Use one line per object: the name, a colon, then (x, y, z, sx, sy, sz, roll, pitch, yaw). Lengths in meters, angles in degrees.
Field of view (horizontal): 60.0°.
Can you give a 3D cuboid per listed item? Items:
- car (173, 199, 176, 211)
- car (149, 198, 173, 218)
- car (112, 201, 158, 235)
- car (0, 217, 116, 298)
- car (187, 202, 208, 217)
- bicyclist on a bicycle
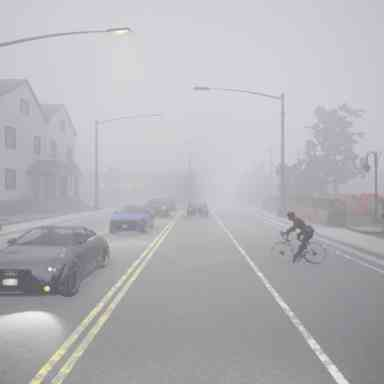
car: (-2.944, 1.477, 40.089, 1.882, 1.535, 5.008, 0, 0, 1)
car: (-3.155, 1.351, 30.235, 2.097, 1.767, 4.553, 0, 0, 1)
car: (-3.338, 1.477, 19.204, 1.882, 1.535, 5.008, 0, 0, 1)
car: (-3.503, 1.563, 8.458, 1.994, 1.385, 4.181, 0, 0, 1)
car: (0.539, 1.600, 31.173, 1.895, 1.301, 4.718, 0, 0, 1)
bicyclist on a bicycle: (3.282, 1.448, 10.365, 1.656, 1.620, 0.582, -2, -1, 20)
